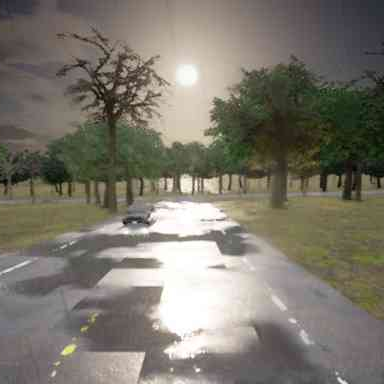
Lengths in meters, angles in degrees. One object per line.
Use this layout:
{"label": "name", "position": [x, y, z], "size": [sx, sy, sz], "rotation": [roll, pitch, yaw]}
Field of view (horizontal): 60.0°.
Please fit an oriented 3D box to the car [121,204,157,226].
{"label": "car", "position": [-3.591, 1.529, 23.506], "size": [2.033, 1.411, 5.357], "rotation": [0, 0, 0]}
